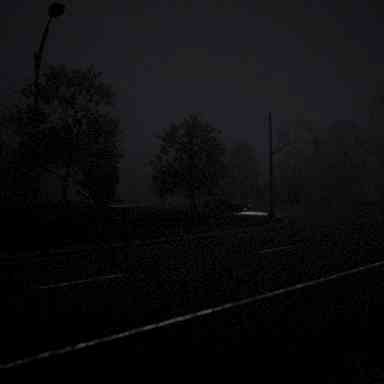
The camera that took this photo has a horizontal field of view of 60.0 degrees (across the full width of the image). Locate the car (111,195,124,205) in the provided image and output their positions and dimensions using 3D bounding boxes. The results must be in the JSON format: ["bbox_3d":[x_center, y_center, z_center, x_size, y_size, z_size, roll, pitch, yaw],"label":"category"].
[{"bbox_3d":[-12.507,1.126,52.456,1.882,1.535,5.008,-2,1,-39],"label":"car"}]

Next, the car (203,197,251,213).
[{"bbox_3d":[3.285,1.210,32.718,2.033,1.411,5.357,-2,1,-38],"label":"car"}]
